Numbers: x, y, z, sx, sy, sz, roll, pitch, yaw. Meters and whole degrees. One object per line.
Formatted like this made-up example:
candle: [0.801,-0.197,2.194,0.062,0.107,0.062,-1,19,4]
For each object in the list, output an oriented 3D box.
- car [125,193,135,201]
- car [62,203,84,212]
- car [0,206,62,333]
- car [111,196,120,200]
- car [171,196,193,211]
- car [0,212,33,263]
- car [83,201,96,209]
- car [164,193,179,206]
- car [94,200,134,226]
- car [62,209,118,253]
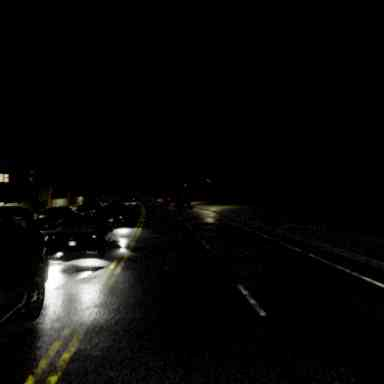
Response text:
car: [-14.122,1.184,75.630,2.097,1.767,4.553,-1,0,-12]
car: [-8.425,1.658,20.954,1.812,1.442,4.674,-1,0,-6]
car: [-3.653,1.283,4.303,2.150,2.045,5.566,-1,0,-6]
car: [-17.279,1.470,74.870,1.895,1.301,4.718,-1,0,-12]
car: [-1.068,1.544,41.492,2.033,1.411,5.357,-1,0,-9]
car: [-7.458,1.614,11.270,2.128,1.511,4.902,-1,0,-5]
car: [-9.593,1.647,31.227,1.837,1.490,4.892,-1,0,-5]
car: [-3.259,1.237,54.918,2.150,2.045,5.566,-1,0,-11]
car: [-5.489,1.586,23.995,1.837,1.490,4.892,-1,0,-7]
car: [-4.425,1.634,13.688,1.994,1.385,4.181,-1,0,-6]
